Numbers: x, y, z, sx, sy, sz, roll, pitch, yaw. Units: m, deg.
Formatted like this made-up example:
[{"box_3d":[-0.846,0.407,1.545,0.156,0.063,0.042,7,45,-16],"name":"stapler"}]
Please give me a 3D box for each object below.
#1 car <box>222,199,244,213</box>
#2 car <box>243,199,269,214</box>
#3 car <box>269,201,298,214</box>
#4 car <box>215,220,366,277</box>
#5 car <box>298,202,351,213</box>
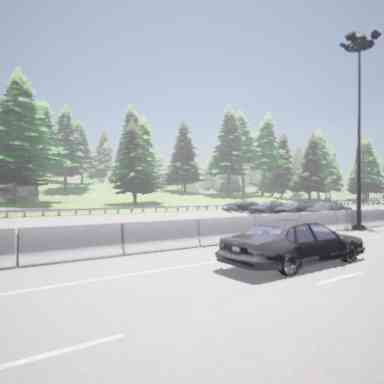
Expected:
[{"box_3d":[5.648,1.592,38.094,4.902,1.511,2.128,0,0,-35],"name":"car"},{"box_3d":[8.419,1.650,35.778,5.357,1.411,2.033,0,0,-35],"name":"car"},{"box_3d":[10.450,1.651,32.931,5.357,1.411,2.033,0,0,-35],"name":"car"},{"box_3d":[3.214,1.579,10.335,5.357,1.411,2.033,0,0,-35],"name":"car"},{"box_3d":[12.278,1.649,29.936,5.357,1.411,2.033,0,0,-35],"name":"car"}]
